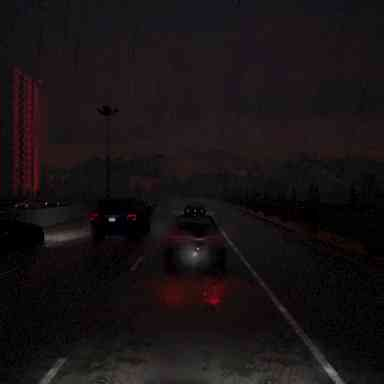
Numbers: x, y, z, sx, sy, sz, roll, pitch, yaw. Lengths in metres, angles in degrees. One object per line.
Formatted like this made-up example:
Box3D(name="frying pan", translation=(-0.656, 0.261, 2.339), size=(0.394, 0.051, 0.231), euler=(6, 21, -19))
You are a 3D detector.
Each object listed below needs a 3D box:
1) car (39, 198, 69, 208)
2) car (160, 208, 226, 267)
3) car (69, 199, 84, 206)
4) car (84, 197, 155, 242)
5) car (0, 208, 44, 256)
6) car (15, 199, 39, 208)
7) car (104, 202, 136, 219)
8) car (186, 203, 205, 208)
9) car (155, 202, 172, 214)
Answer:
Box3D(name="car", translation=(-17.054, 1.496, 42.494), size=(2.097, 1.767, 4.553), euler=(0, 0, 2))
Box3D(name="car", translation=(0.077, 1.533, 11.565), size=(2.128, 1.511, 4.902), euler=(0, 0, 0))
Box3D(name="car", translation=(-13.553, 1.650, 42.565), size=(1.837, 1.490, 4.892), euler=(0, 0, 2))
Box3D(name="car", translation=(-3.395, 1.279, 16.863), size=(2.150, 2.045, 5.566), euler=(0, 0, 0))
Box3D(name="car", translation=(-6.923, 1.532, 11.563), size=(2.128, 1.511, 4.902), euler=(0, 0, 0))
Box3D(name="car", translation=(-20.556, 1.622, 42.460), size=(1.882, 1.535, 5.008), euler=(0, 0, 2))
Box3D(name="car", translation=(-6.669, 1.708, 31.500), size=(1.895, 1.301, 4.718), euler=(0, 0, 2))
Box3D(name="car", translation=(0.333, 1.708, 31.510), size=(1.895, 1.301, 4.718), euler=(0, 0, 2))
Box3D(name="car", translation=(-3.106, 1.679, 33.687), size=(1.994, 1.385, 4.181), euler=(0, 0, 2))
